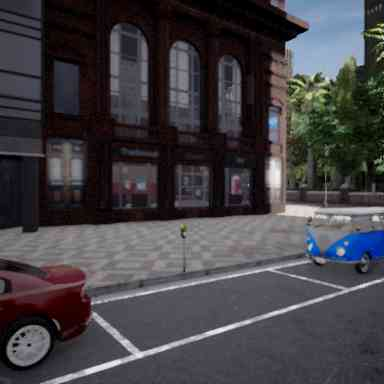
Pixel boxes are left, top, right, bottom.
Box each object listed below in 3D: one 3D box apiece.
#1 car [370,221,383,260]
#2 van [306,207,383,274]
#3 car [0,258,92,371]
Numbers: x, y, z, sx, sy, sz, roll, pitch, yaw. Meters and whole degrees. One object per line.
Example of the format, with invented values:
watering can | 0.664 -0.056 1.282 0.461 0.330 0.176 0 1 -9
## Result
car | 6.780 1.522 8.204 4.902 1.511 2.128 0 0 -35
van | 5.264 1.372 10.406 3.998 1.788 1.690 0 0 -35
car | -3.572 1.543 4.104 4.507 1.381 1.887 0 0 -35
